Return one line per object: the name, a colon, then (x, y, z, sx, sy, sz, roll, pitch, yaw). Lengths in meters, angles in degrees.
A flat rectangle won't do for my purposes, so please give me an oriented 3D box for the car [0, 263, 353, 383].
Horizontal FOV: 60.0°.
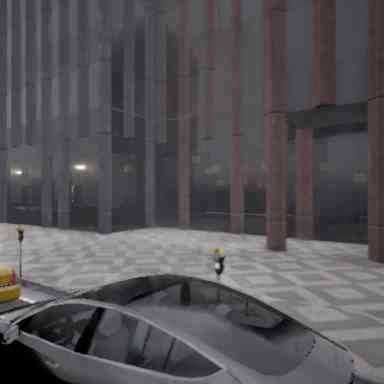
car: (-0.656, 1.565, 3.434, 4.313, 1.339, 1.947, 0, 0, 36)
